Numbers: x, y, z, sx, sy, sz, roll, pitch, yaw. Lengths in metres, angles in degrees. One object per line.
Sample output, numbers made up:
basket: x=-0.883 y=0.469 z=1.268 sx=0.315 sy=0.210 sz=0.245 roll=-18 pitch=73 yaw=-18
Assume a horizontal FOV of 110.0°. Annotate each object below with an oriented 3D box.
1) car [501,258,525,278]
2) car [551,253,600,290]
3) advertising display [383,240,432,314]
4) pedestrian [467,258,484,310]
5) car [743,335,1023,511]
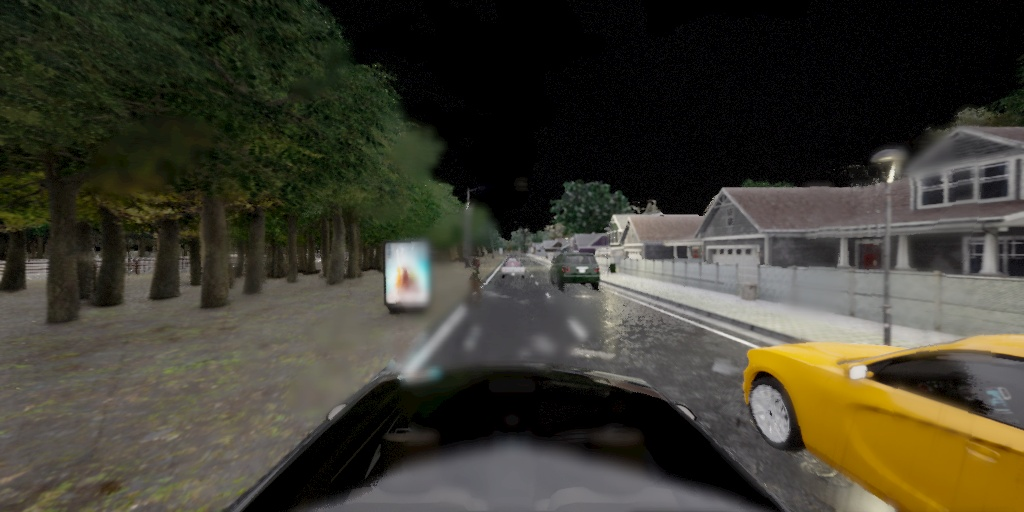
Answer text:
car: x=0.088 y=1.128 z=30.436 sx=1.895 sy=1.301 sz=4.718 roll=0 pitch=1 yaw=0
car: x=3.594 y=0.833 z=21.032 sx=2.150 sy=2.045 sz=5.566 roll=0 pitch=0 yaw=0
advertising display: x=-3.503 y=0.704 z=12.116 sx=1.540 sy=2.440 sz=0.280 roll=0 pitch=0 yaw=0
pedestrian: x=-1.260 y=0.970 z=12.593 sx=0.375 sy=1.860 sz=0.375 roll=1 pitch=1 yaw=10
car: x=3.599 y=1.225 z=2.112 sx=1.882 sy=1.535 sz=5.008 roll=0 pitch=0 yaw=0
